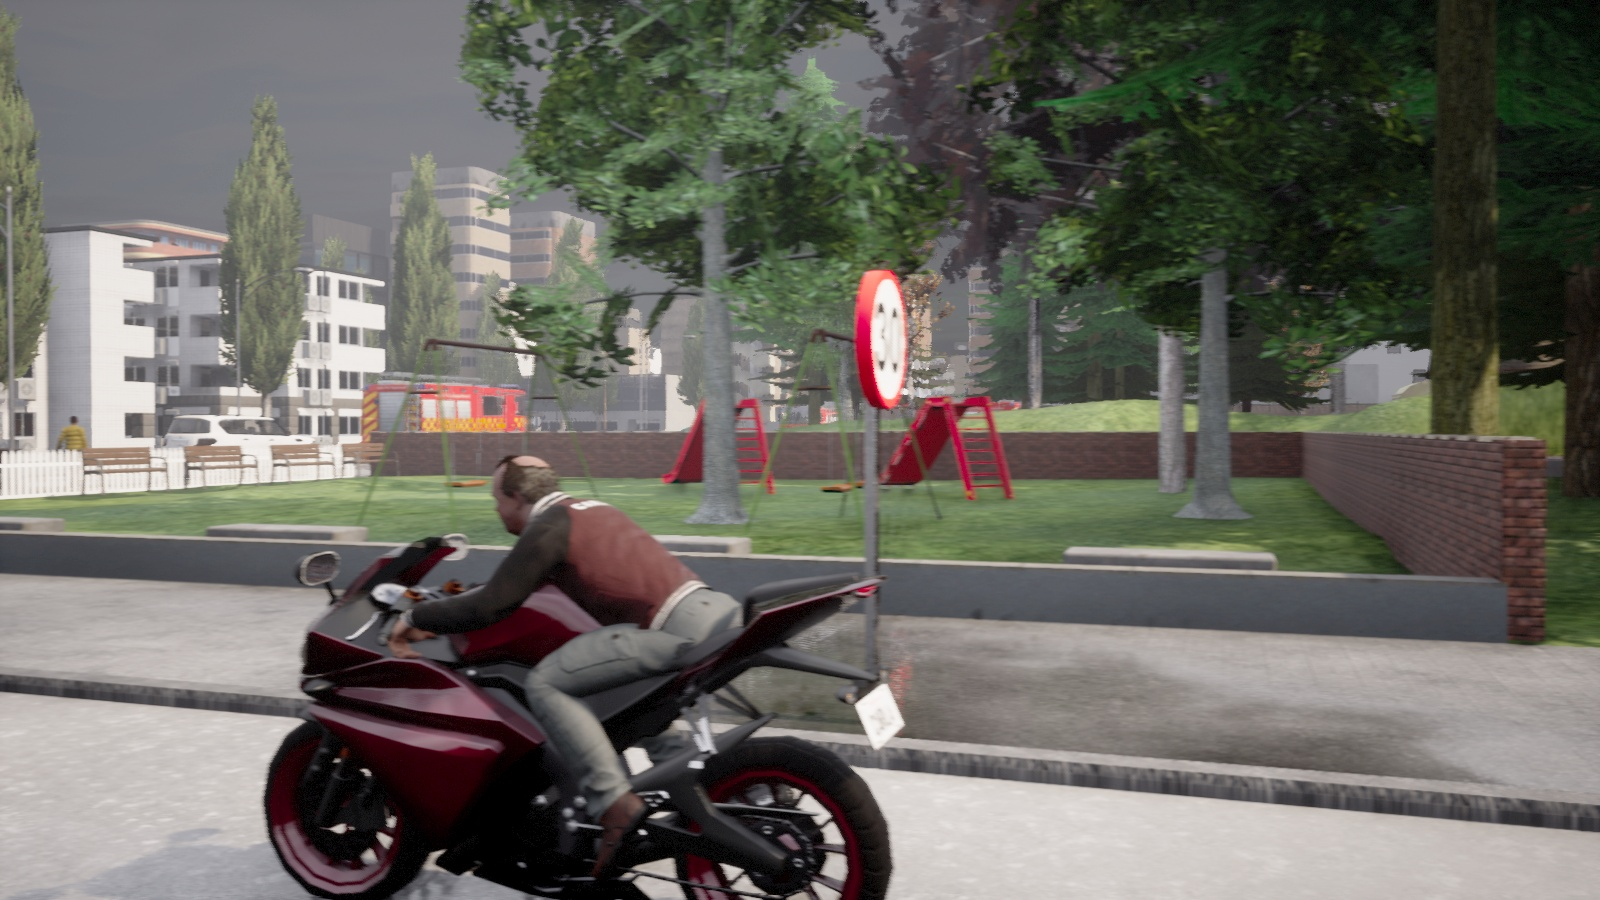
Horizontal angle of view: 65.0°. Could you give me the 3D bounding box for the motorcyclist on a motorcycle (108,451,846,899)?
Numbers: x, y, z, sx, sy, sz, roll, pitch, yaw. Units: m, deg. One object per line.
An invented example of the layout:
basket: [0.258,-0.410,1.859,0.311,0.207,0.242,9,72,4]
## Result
motorcyclist on a motorcycle: [-1.029,0.786,4.067,2.191,1.530,0.866,1,1,19]

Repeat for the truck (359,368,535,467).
truck: [-14.649,-1.312,53.027,2.891,3.827,8.468,1,1,19]

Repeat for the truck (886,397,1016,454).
truck: [10.467,-1.732,86.911,8.468,3.827,2.891,1,1,19]

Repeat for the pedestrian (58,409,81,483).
pedestrian: [-18.292,-0.099,31.458,0.431,1.840,0.709,0,1,-24]

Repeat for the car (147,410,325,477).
car: [-18.529,-0.258,41.611,2.150,2.045,5.566,1,1,19]
